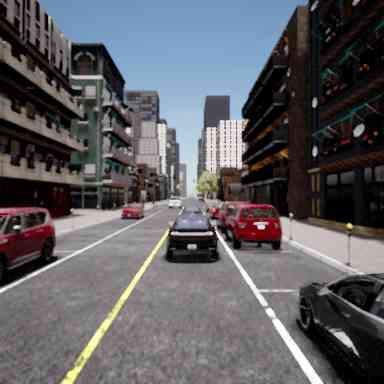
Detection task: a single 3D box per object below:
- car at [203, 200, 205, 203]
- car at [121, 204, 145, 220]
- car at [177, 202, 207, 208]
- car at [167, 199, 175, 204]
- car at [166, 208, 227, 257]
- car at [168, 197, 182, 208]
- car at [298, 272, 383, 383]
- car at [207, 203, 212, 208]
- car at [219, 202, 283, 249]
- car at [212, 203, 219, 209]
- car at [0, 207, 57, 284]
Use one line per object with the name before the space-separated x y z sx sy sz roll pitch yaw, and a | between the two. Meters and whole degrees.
car | 2.697 2.052 43.649 1.802 1.307 4.206 0 -1 0
car | -5.684 1.886 32.321 1.887 1.381 4.507 0 -1 0
car | 0.020 1.863 28.383 1.994 1.385 4.181 0 -1 0
car | -5.766 2.603 92.877 1.887 1.381 4.507 0 -1 0
car | 0.017 1.634 13.508 2.128 1.511 4.902 0 0 0
car | -3.002 1.881 59.510 2.150 2.045 5.566 0 -1 0
car | 2.693 1.609 3.997 1.947 1.339 4.313 0 -1 0
car | 2.696 1.782 32.320 1.967 1.590 4.097 0 -1 0
car | 2.695 1.475 15.329 2.192 1.841 5.009 0 -1 0
car | 2.695 1.534 20.994 2.192 1.841 5.009 0 -1 0
car | -5.685 1.416 9.667 2.192 1.841 5.009 0 -1 0
